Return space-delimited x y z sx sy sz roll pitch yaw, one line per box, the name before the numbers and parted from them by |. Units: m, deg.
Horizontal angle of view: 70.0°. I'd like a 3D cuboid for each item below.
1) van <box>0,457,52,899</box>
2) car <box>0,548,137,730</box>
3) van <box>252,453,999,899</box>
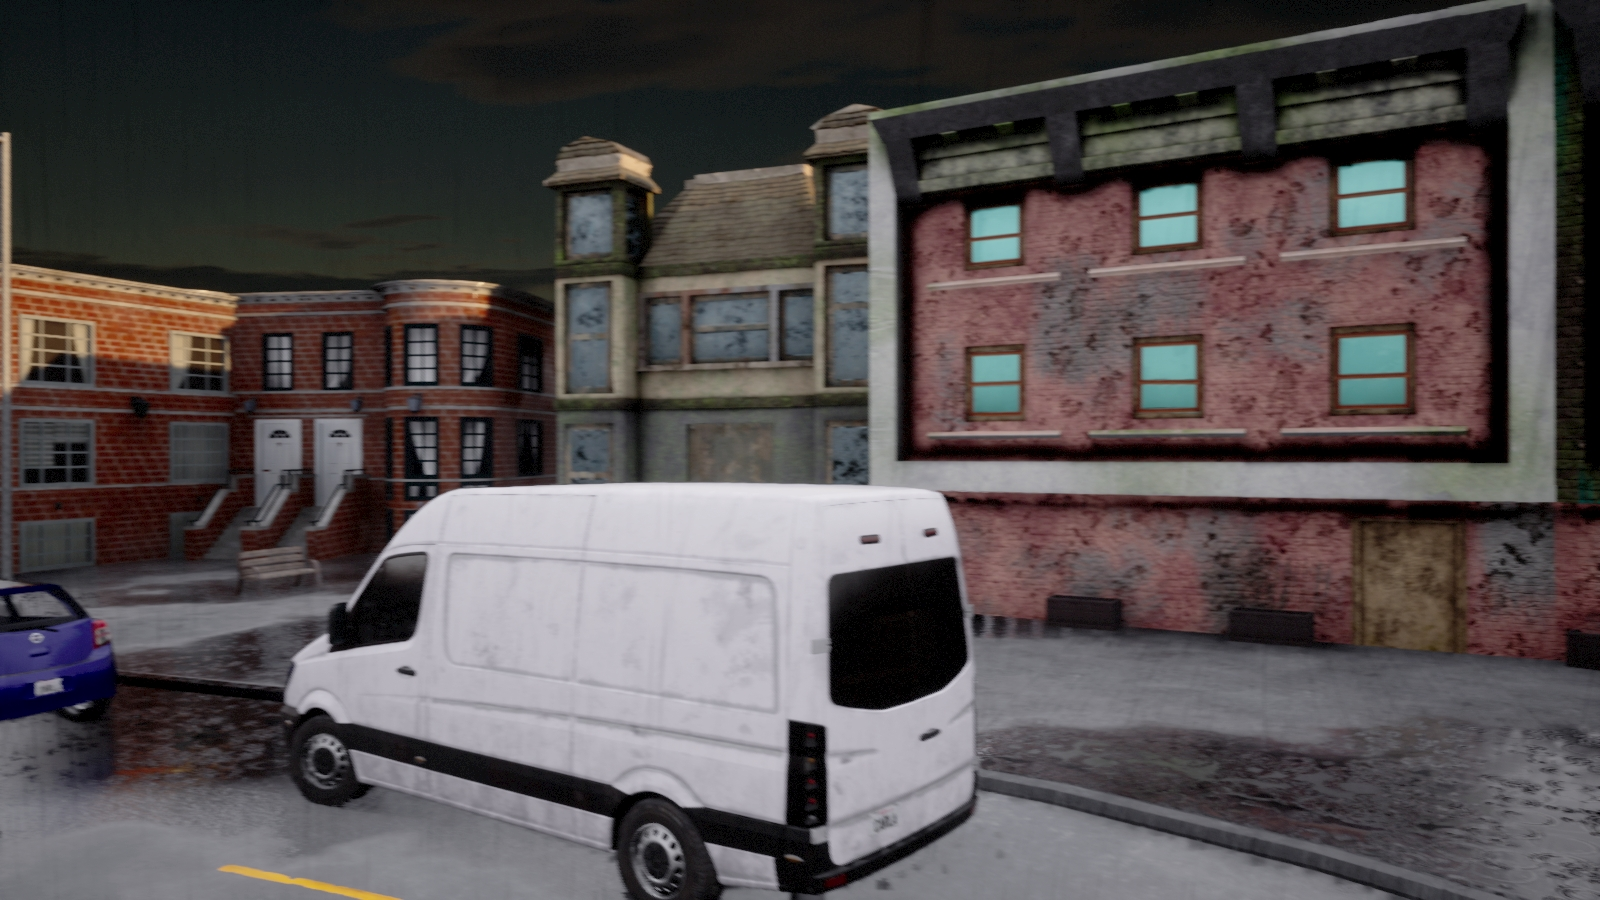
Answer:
van | -7.493 1.333 6.874 5.915 2.561 1.988 0 0 22
car | -8.907 1.838 11.662 3.633 1.501 1.845 0 0 22
van | -1.638 1.315 8.613 5.915 2.561 1.988 0 0 37
